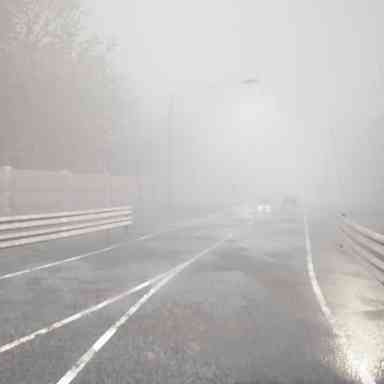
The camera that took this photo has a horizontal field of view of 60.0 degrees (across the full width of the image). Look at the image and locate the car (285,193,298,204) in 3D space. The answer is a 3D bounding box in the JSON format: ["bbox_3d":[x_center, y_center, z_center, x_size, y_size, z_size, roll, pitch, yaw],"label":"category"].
[{"bbox_3d":[16.295,1.030,54.222,1.882,1.535,5.008,0,1,18],"label":"car"}]

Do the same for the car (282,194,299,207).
[{"bbox_3d":[13.200,1.148,44.820,1.837,1.490,4.892,1,1,18],"label":"car"}]

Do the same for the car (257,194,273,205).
[{"bbox_3d":[10.708,1.062,48.608,2.128,1.511,4.902,2,1,19],"label":"car"}]
